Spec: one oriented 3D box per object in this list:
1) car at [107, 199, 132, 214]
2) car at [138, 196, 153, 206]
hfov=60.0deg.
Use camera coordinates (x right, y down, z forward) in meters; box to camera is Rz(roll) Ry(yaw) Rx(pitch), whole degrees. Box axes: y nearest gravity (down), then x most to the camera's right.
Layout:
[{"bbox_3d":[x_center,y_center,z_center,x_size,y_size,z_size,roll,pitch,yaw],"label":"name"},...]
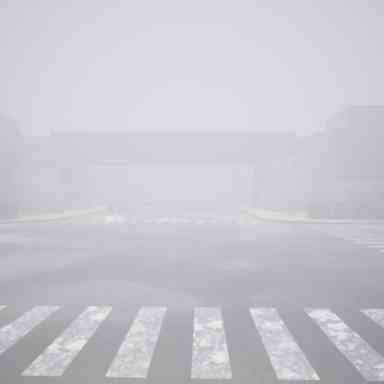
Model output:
[{"bbox_3d":[-7.584,1.490,35.264,2.128,1.511,4.902,0,0,0],"label":"car"},{"bbox_3d":[-7.545,1.494,54.496,1.837,1.490,4.892,0,0,0],"label":"car"}]
